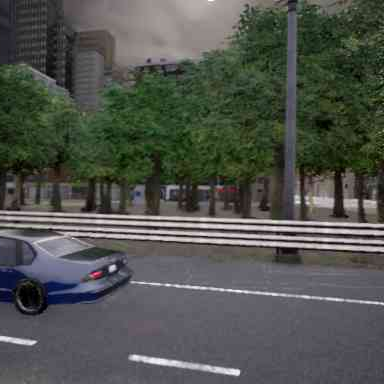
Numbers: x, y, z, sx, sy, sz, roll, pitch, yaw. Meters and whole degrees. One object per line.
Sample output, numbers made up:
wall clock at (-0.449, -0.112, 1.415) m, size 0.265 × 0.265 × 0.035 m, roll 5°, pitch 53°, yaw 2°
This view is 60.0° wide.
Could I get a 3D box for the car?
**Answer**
car at (-3.985, 1.505, 7.110) m, size 5.357 × 1.411 × 2.033 m, roll 1°, pitch 0°, yaw 14°
